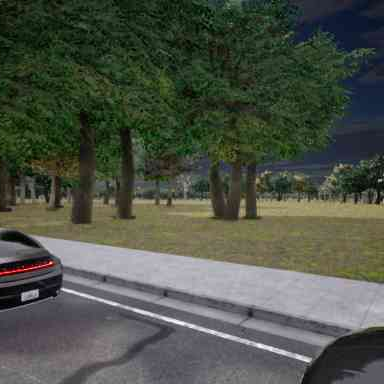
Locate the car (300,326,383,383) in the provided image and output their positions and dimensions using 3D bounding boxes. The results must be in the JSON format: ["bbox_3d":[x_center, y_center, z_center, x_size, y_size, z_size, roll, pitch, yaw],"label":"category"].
[{"bbox_3d":[2.996,1.491,1.546,4.902,1.511,2.128,0,0,36],"label":"car"}]

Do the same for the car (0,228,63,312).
[{"bbox_3d":[-4.727,1.513,7.069,4.892,1.490,1.837,0,0,35],"label":"car"}]
